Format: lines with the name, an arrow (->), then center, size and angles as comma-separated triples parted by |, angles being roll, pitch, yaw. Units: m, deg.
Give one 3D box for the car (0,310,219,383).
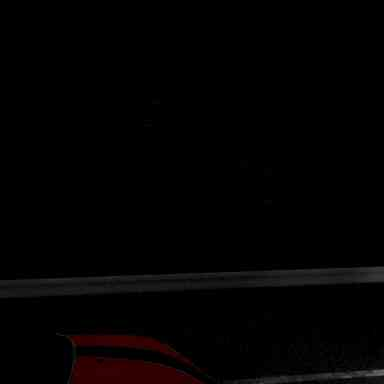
car -> -1.841, 1.352, 1.677 | 4.553, 1.767, 2.097 | 0, 0, -7
